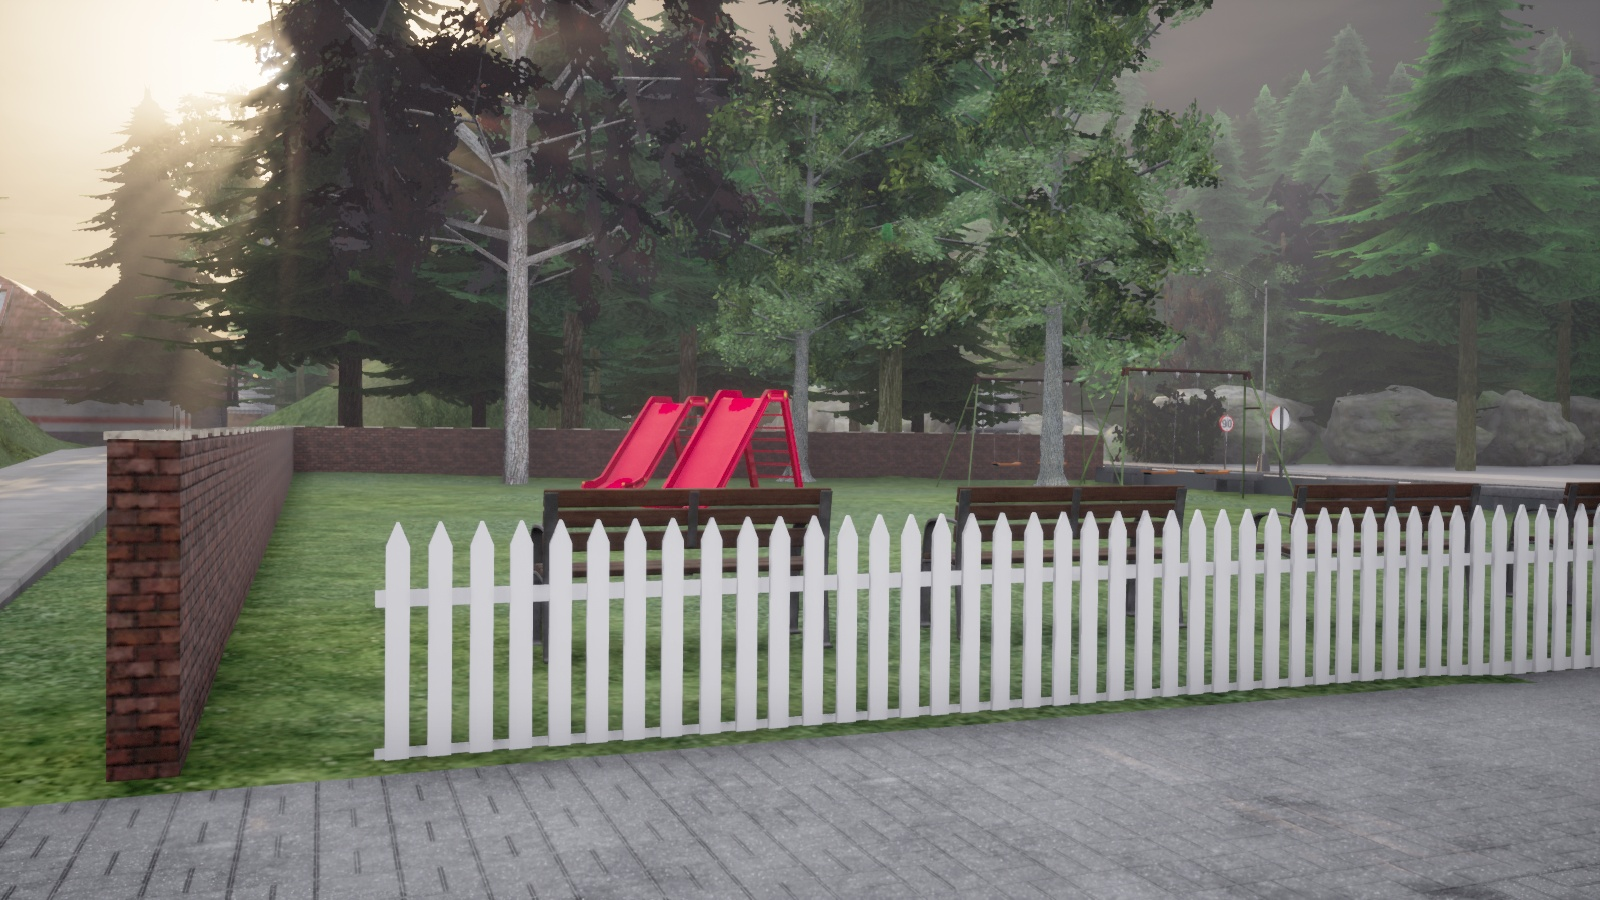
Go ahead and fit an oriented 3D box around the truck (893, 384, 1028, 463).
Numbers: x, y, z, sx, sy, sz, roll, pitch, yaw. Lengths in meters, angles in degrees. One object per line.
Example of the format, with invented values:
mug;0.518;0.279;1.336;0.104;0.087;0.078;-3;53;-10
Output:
truck;7.395;-1.229;59.309;2.891;3.462;7.936;-1;1;-21
